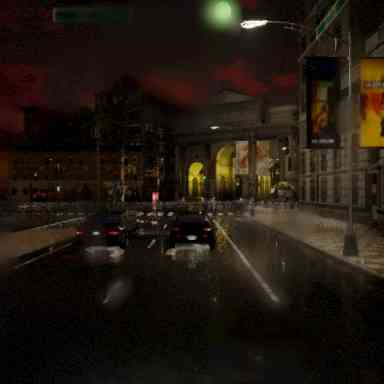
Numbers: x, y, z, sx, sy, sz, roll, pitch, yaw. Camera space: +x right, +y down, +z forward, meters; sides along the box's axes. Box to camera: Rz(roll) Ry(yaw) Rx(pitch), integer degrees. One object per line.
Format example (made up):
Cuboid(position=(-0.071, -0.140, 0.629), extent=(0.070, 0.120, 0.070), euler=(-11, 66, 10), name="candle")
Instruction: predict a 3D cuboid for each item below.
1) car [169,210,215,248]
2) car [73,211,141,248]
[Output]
Cuboid(position=(0.000, 1.532, 14.650), extent=(1.812, 1.442, 4.674), euler=(0, 0, 0), name="car")
Cuboid(position=(-3.500, 1.562, 14.650), extent=(2.033, 1.411, 5.357), euler=(0, 0, 0), name="car")
